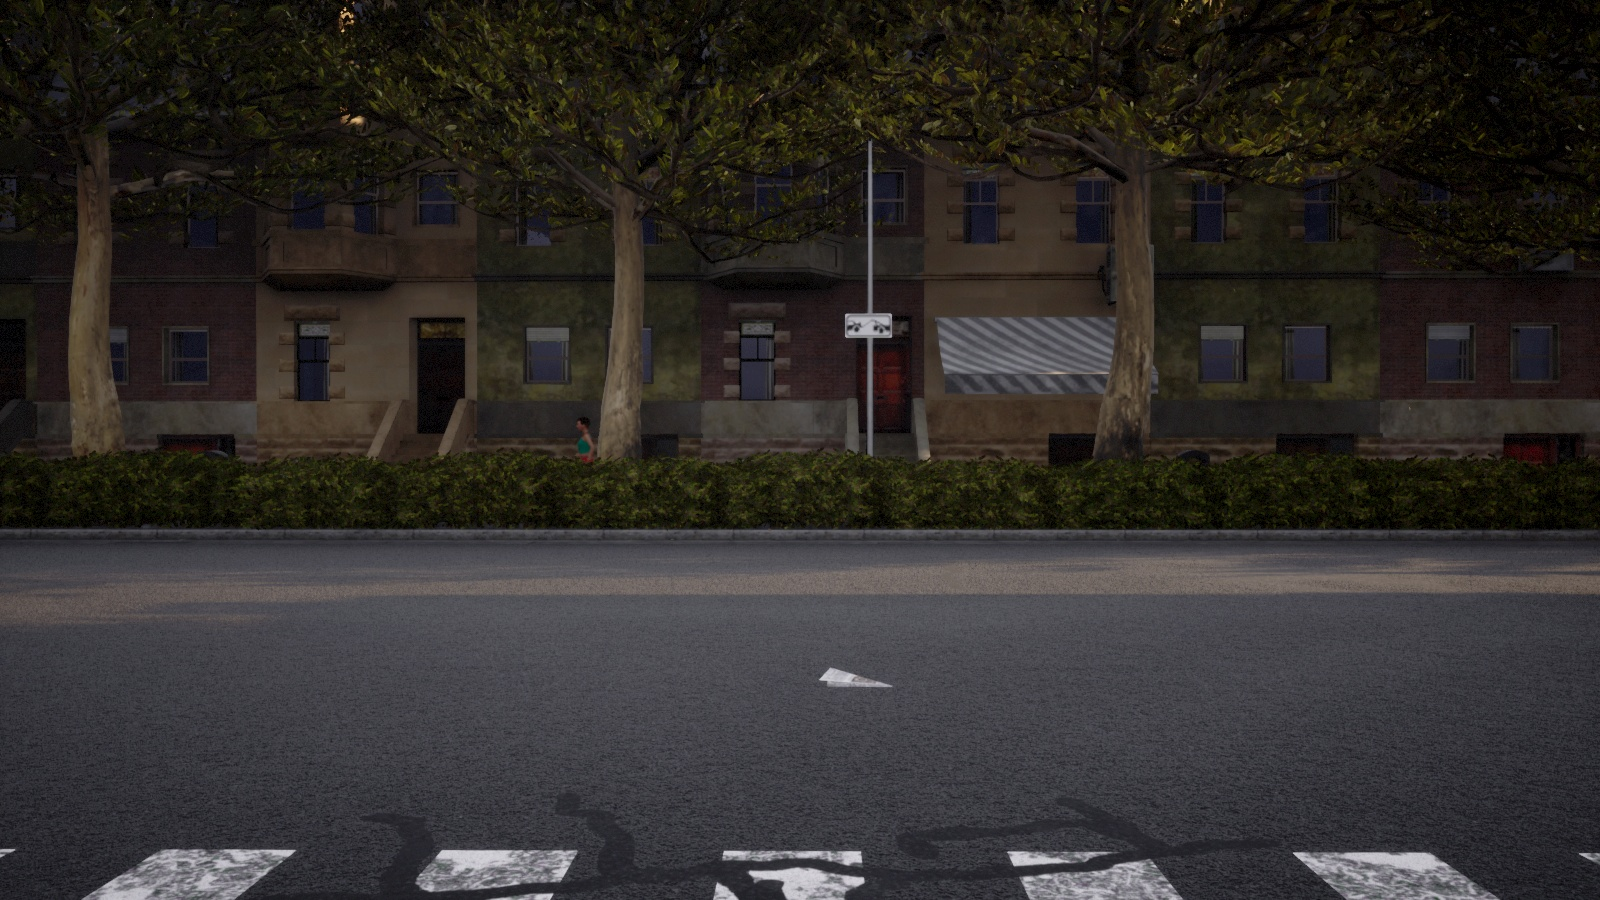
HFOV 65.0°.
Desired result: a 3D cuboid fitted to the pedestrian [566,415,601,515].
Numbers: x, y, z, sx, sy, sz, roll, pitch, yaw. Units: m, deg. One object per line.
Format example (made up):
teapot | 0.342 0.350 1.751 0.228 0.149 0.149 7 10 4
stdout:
pedestrian | -3.976 0.270 23.091 0.594 1.836 0.345 0 0 0
